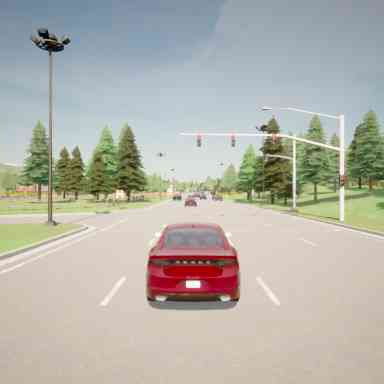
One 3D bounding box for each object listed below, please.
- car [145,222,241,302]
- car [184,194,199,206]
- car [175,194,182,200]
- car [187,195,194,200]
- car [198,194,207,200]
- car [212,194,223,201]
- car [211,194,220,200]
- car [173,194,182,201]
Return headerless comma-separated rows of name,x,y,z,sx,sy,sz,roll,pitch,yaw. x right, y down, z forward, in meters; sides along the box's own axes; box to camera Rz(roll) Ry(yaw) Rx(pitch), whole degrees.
car,0.031,1.478,8.353,1.882,1.535,5.008,0,0,0
car,-0.201,1.526,52.955,1.812,1.442,4.674,0,0,0
car,-3.859,1.310,93.974,1.882,1.535,5.008,0,0,0
car,-0.359,1.428,94.018,1.895,1.301,4.718,0,0,0
car,3.139,1.524,94.414,1.812,1.442,4.674,0,0,0
car,6.681,1.517,83.595,2.128,1.511,4.902,0,0,0
car,6.641,1.372,94.014,2.033,1.411,5.357,0,0,0
car,-3.819,1.469,83.554,1.882,1.535,5.008,0,0,0
